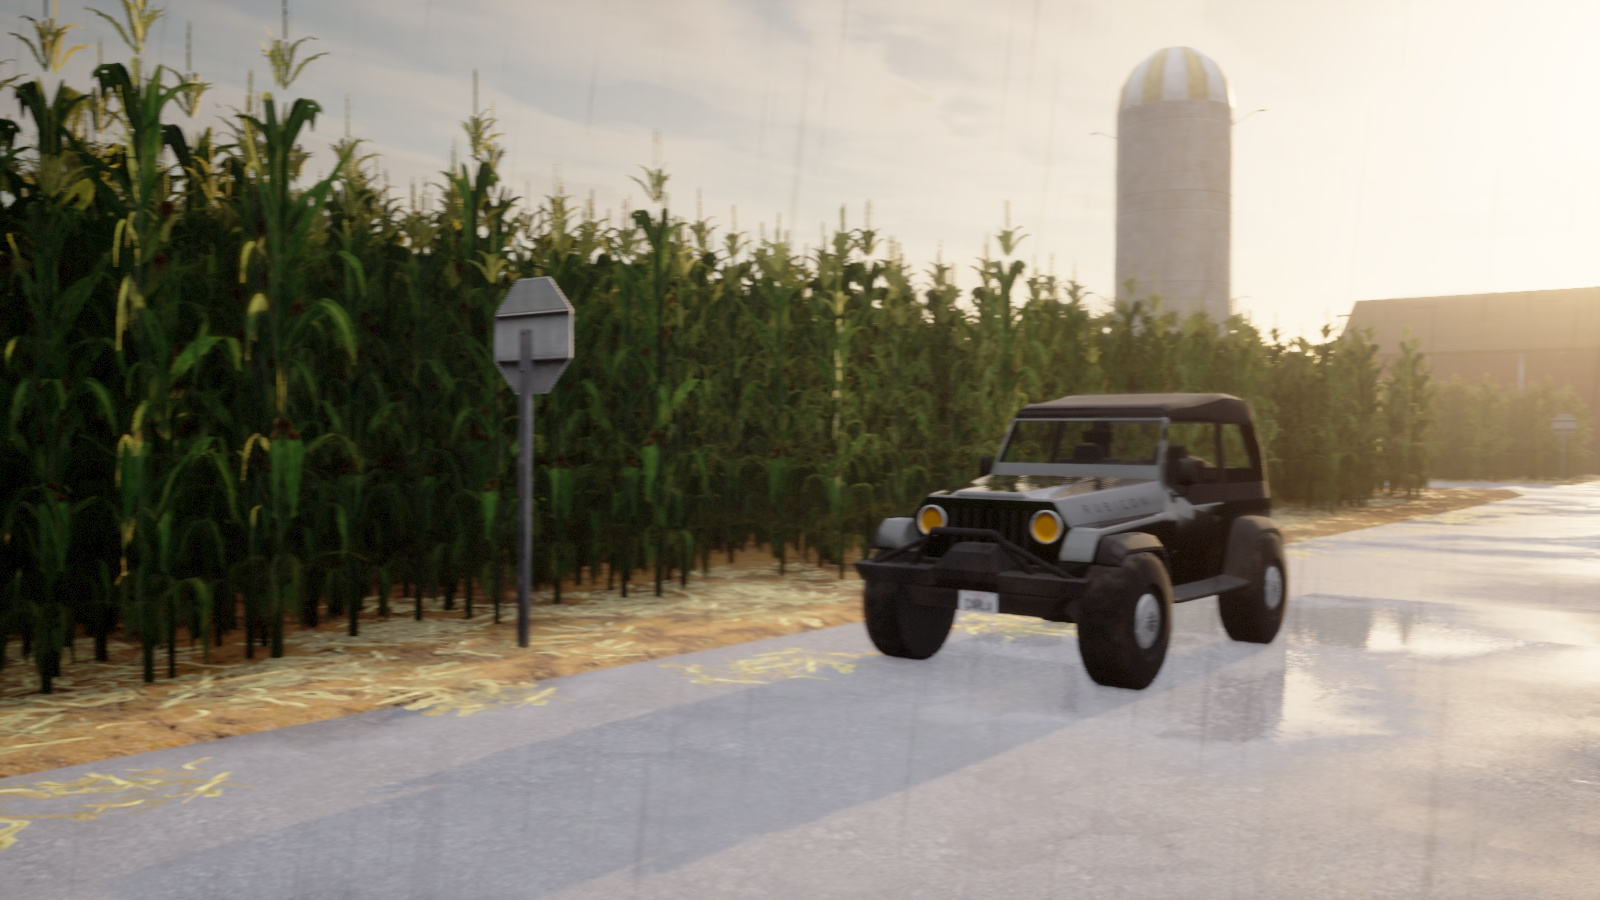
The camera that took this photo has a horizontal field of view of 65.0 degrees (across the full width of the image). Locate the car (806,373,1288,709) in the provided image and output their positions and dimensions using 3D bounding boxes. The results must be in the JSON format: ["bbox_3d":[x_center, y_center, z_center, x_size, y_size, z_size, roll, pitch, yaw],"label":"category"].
[{"bbox_3d":[1.977,0.496,9.128,1.905,1.878,3.866,1,1,37],"label":"car"}]
